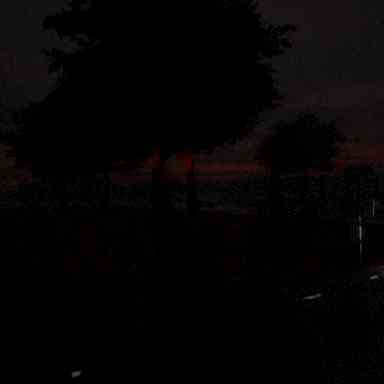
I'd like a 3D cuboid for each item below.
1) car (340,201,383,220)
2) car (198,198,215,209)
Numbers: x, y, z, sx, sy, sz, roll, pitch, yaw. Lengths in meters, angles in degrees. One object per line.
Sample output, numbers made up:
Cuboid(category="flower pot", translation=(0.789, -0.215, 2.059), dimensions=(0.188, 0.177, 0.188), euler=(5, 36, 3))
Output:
Cuboid(category="car", translation=(14.799, 1.430, 27.905), dimensions=(1.812, 1.442, 4.674), euler=(-3, 2, -33))
Cuboid(category="car", translation=(1.539, 1.611, 49.311), dimensions=(1.882, 1.535, 5.008), euler=(-3, 1, -30))
